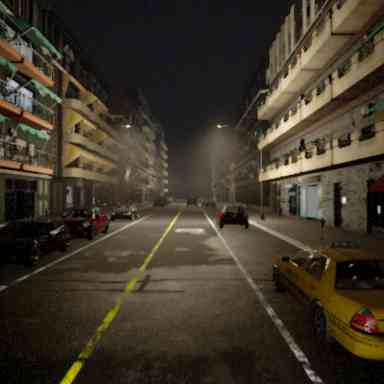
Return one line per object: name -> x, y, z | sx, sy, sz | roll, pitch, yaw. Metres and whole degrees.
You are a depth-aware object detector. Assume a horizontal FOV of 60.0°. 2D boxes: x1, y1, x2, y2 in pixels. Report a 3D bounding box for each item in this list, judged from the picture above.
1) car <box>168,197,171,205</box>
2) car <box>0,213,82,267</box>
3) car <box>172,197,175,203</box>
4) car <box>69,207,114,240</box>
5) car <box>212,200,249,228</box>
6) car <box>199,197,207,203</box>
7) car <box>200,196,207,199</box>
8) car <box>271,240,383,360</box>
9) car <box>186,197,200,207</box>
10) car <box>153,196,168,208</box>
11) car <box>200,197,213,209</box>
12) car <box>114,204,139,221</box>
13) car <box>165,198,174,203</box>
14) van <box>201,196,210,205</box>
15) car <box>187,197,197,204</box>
car -> -5.672, 1.717, 62.678 | 2.192, 1.841, 5.009 | 0, 0, 0
car -> -5.681, 1.632, 11.697 | 1.947, 1.339, 4.313 | 0, 0, 0
car -> -5.670, 1.973, 79.669 | 1.967, 1.590, 4.097 | 0, 0, 0
car -> -5.680, 1.539, 17.359 | 1.967, 1.590, 4.097 | 0, 0, 0
car -> 2.701, 1.573, 23.024 | 1.967, 1.590, 4.097 | 0, 0, 0
car -> 2.710, 2.123, 85.331 | 1.887, 1.381, 4.507 | 0, 0, 0
car -> 2.707, 1.952, 62.674 | 2.008, 1.369, 4.403 | 0, 0, 0
car -> 2.698, 1.560, 6.200 | 1.752, 1.417, 4.829 | 0, 0, 0
car -> 0.011, 1.742, 60.993 | 2.097, 1.767, 4.553 | 0, 0, 0
car -> -5.674, 1.906, 57.012 | 1.887, 1.381, 4.507 | 0, 0, 0
car -> 2.705, 1.871, 51.345 | 2.008, 1.369, 4.403 | 0, 0, 0
car -> -5.679, 1.735, 28.689 | 1.947, 1.339, 4.313 | 0, 0, 0
car -> -5.670, 2.130, 85.333 | 2.008, 1.369, 4.403 | 0, 0, 0
van -> 2.708, 1.785, 68.338 | 1.690, 1.788, 3.998 | 0, 0, 0
car -> 0.013, 1.812, 71.061 | 1.882, 1.535, 5.008 | 0, 0, 0
